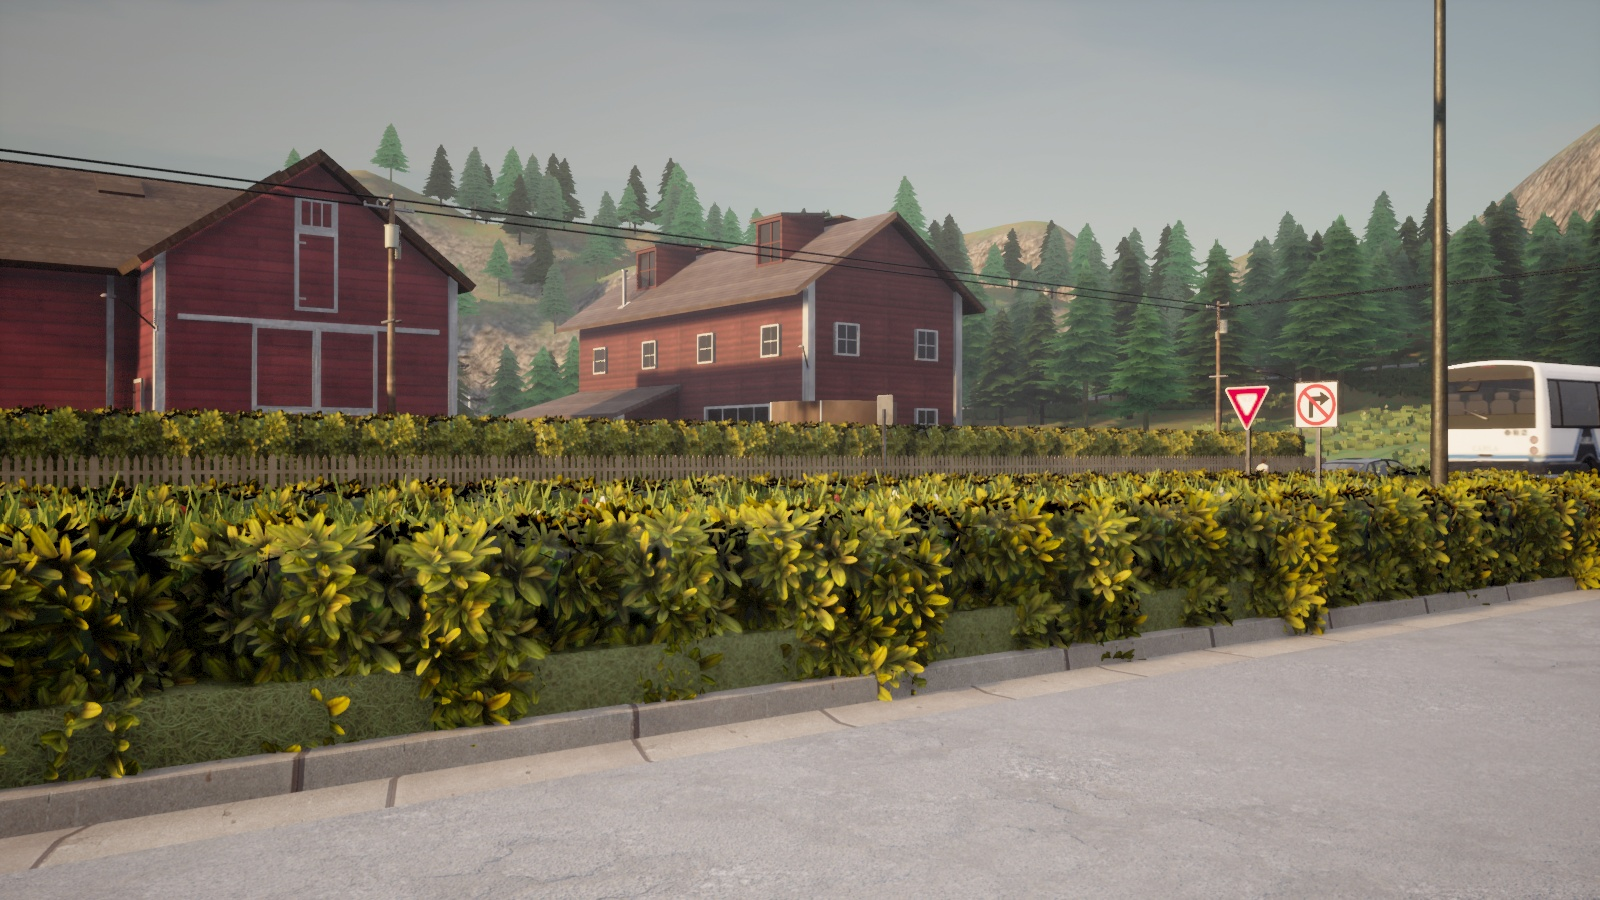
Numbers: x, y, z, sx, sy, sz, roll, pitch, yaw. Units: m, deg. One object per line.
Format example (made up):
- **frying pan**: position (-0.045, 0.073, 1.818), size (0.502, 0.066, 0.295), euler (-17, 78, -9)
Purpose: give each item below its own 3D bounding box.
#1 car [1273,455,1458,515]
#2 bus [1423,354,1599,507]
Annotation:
- **car**: position (14.634, 0.840, 32.362), size (5.357, 1.411, 2.033), euler (0, 0, -38)
- **bus**: position (24.200, -0.586, 39.447), size (10.273, 4.253, 3.944), euler (-1, 0, -36)
